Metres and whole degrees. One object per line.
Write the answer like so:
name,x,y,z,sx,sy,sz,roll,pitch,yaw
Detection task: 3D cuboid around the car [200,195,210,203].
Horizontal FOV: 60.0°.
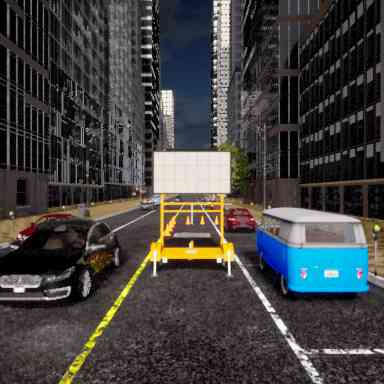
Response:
car,2.701,1.401,70.885,1.967,1.590,4.097,0,0,0

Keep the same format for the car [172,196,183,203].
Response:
car,-2.990,1.488,69.826,1.812,1.442,4.674,0,0,0

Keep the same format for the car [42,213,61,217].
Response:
car,-5.689,1.581,13.965,1.802,1.307,4.206,0,0,0

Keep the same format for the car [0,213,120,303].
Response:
car,-3.099,1.504,8.391,1.837,1.490,4.892,0,0,0

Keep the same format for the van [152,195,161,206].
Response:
van,-5.682,1.328,53.813,1.690,1.788,3.998,0,0,0

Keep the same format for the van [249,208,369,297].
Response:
van,2.691,1.341,8.269,1.690,1.788,3.998,0,0,0

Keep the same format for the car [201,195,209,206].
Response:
car,2.697,1.544,48.116,2.008,1.369,4.403,0,0,0

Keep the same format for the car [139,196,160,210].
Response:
car,-5.684,1.548,42.428,2.008,1.369,4.403,0,0,0

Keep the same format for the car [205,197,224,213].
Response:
car,2.695,1.581,36.731,1.802,1.307,4.206,0,0,0

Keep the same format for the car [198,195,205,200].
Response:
car,2.705,1.462,93.655,1.887,1.381,4.507,0,0,0

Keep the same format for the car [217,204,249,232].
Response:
car,2.693,1.581,19.653,1.802,1.307,4.206,0,0,0

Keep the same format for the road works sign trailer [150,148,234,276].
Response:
road works sign trailer,0.001,0.464,10.288,2.380,3.560,2.880,0,0,0

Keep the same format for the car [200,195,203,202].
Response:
car,2.698,1.538,53.808,2.008,1.369,4.403,0,0,0
